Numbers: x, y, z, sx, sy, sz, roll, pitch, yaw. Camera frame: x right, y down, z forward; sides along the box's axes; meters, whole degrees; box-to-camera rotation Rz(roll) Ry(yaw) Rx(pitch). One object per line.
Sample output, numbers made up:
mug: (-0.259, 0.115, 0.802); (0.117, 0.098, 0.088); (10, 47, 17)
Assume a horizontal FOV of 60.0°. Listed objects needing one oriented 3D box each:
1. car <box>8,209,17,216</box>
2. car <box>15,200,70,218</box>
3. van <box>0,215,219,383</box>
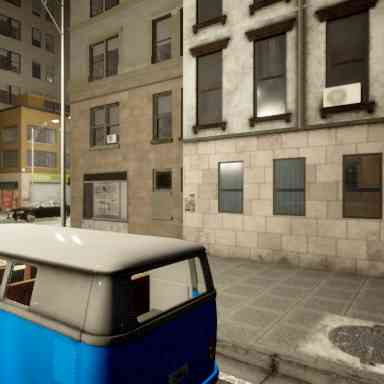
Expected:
car: (-6.168, 1.315, 7.065); (5.009, 1.841, 2.192); (0, 0, 35)
car: (-11.461, 1.419, 25.584); (2.128, 1.511, 4.902); (0, 0, 35)
van: (-1.632, 1.341, 3.935); (3.998, 1.788, 1.690); (0, 0, 35)
